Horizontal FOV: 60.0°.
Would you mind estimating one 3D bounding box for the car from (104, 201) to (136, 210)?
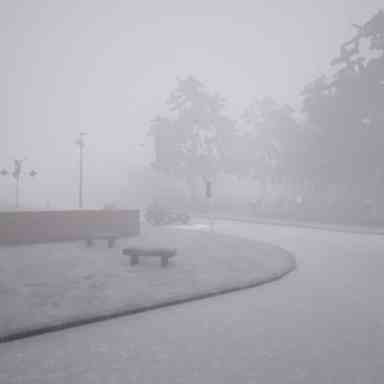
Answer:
[{"bbox_3d":[-7.378,1.648,33.840,1.882,1.535,5.008,1,-1,-35],"label":"car"}]

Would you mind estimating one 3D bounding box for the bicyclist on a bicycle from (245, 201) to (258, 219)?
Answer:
[{"bbox_3d":[5.433,1.626,30.282,1.656,1.620,0.582,1,0,-35],"label":"bicyclist on a bicycle"}]

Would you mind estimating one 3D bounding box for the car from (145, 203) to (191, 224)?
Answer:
[{"bbox_3d":[-2.015,1.675,26.269,1.837,1.490,4.892,1,-1,-35],"label":"car"}]
